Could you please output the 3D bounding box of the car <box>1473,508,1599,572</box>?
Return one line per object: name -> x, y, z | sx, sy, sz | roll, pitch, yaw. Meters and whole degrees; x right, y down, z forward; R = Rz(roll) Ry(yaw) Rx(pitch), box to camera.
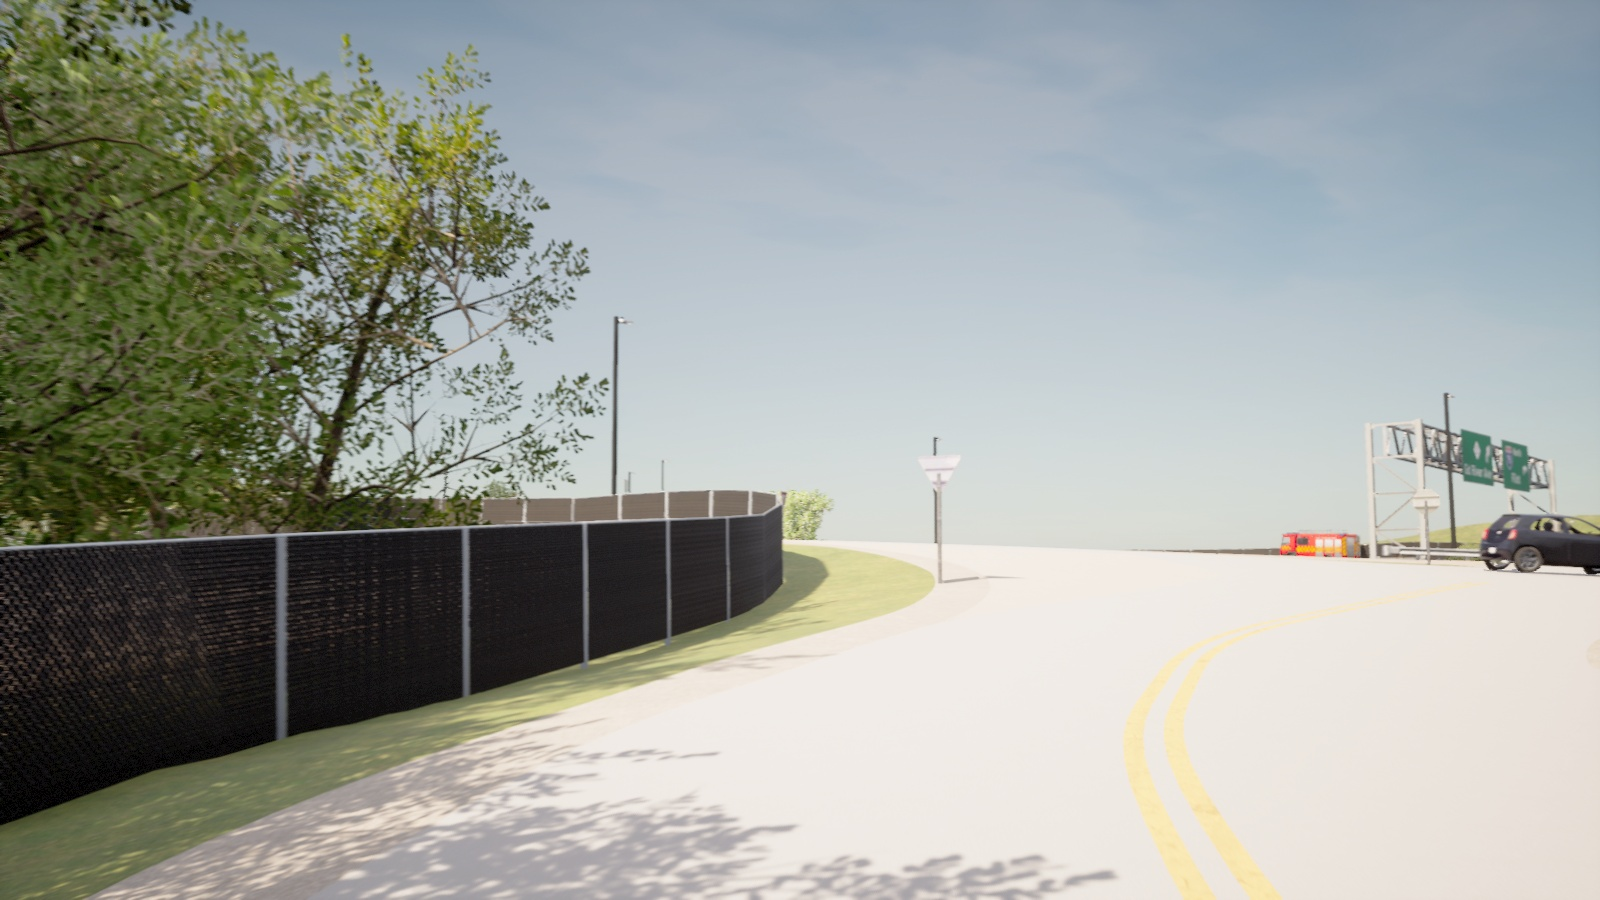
car -> 19.446, 2.289, 31.951 | 3.633, 1.501, 1.845 | 2, -3, 1
